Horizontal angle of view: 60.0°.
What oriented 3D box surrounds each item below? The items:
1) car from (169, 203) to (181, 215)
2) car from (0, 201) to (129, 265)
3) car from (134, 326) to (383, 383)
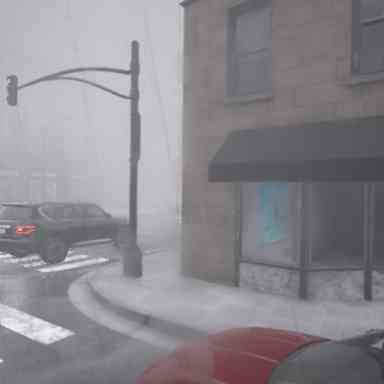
[{"bbox_3d":[-0.494,1.704,35.165,1.812,1.442,4.674,1,0,36],"label":"car"},{"bbox_3d":[-4.587,1.367,12.825,2.150,2.045,5.566,0,-1,31],"label":"car"},{"bbox_3d":[1.565,1.545,1.834,4.507,1.381,1.887,0,1,36],"label":"car"}]
